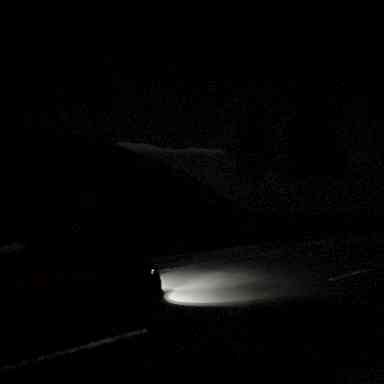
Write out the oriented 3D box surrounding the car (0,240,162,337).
[{"bbox_3d":[-2.656,1.599,6.139,4.181,1.385,1.994,0,0,-36],"label":"car"}]
